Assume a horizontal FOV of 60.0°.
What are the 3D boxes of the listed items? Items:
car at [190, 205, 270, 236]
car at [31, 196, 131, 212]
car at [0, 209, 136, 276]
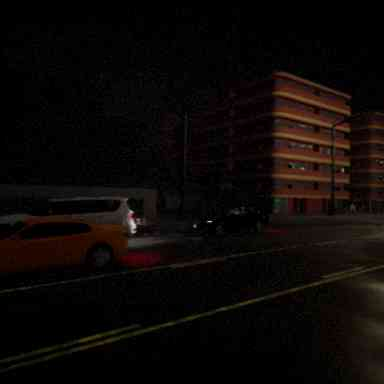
[{"bbox_3d":[2.139,1.481,18.290,4.902,1.511,2.128,1,0,-35],"label":"car"},{"bbox_3d":[-4.996,1.204,13.239,5.566,2.045,2.150,0,0,-35],"label":"car"},{"bbox_3d":[-4.331,1.467,9.476,5.008,1.535,1.882,0,0,-35],"label":"car"}]
